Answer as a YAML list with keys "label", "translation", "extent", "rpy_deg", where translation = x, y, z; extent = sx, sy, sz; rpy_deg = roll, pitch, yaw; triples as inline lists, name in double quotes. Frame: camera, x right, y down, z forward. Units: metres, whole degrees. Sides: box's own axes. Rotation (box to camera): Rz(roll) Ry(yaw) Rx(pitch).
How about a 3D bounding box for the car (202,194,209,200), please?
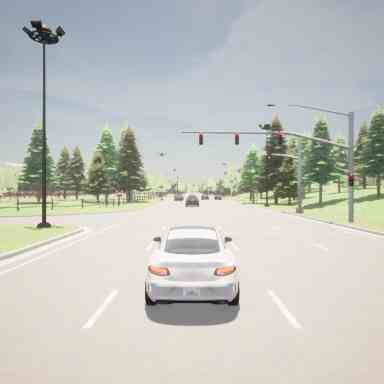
- label: "car"
  translation: [3.614, 1.355, 93.232]
  extent: [2.097, 1.767, 4.553]
  rpy_deg: [0, 0, 0]

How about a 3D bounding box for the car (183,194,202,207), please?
- label: "car"
  translation: [0.063, 1.352, 51.790]
  extent: [2.097, 1.767, 4.553]
  rpy_deg: [0, 0, 0]

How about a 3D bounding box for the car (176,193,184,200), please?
- label: "car"
  translation: [-3.386, 1.187, 92.827]
  extent: [2.097, 1.767, 4.553]
  rpy_deg: [0, 0, 0]

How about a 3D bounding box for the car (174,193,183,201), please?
- label: "car"
  translation: [-3.398, 1.544, 82.821]
  extent: [1.994, 1.385, 4.181]
  rpy_deg: [0, 0, 0]

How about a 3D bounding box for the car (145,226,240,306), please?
- label: "car"
  translation: [0.016, 1.526, 7.917]
  extent: [1.812, 1.442, 4.674]
  rpy_deg: [0, 0, 0]

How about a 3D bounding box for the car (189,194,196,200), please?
- label: "car"
  translation: [0.114, 1.332, 92.853]
  extent: [1.837, 1.490, 4.892]
  rpy_deg: [0, 0, 0]

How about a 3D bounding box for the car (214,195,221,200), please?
- label: "car"
  translation: [7.114, 1.525, 93.258]
  extent: [2.128, 1.511, 4.902]
  rpy_deg: [0, 0, 0]

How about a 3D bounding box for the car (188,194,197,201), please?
- label: "car"
  translation: [0.102, 1.347, 82.820]
  extent: [2.097, 1.767, 4.553]
  rpy_deg: [0, 0, 0]
